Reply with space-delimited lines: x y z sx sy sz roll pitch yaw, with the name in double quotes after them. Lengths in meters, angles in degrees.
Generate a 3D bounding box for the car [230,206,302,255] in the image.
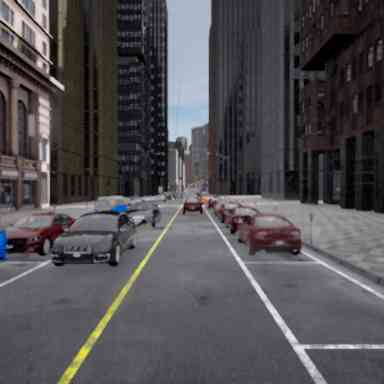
2.785 1.466 12.765 1.887 1.381 4.507 0 0 0 "car"

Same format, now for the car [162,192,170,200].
-5.726 1.170 62.343 1.752 1.417 4.829 0 0 0 "car"

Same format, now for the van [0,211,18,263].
-5.775 1.298 7.264 1.690 1.788 3.998 0 0 0 "van"

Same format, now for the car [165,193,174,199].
-5.707 1.048 84.442 1.752 1.417 4.829 0 0 0 "car"

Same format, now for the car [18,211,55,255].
-5.770 1.470 12.790 1.887 1.381 4.507 0 0 0 "car"

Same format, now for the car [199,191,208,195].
2.423 1.056 51.353 2.097 1.767 4.553 0 0 0 "car"

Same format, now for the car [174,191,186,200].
-2.947 1.065 74.587 1.994 1.385 4.181 0 0 0 "car"

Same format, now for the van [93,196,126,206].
-5.761 1.203 23.838 1.690 1.788 3.998 0 0 0 "van"

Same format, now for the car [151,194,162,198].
-5.741 1.287 45.939 2.008 1.369 4.403 0 0 0 "car"

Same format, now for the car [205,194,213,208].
2.799 1.309 40.392 1.887 1.381 4.507 0 0 0 "car"

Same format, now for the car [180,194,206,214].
0.078 1.286 32.941 1.882 1.535 5.008 0 0 0 "car"

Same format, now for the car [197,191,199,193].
2.817 0.863 79.068 2.192 1.841 5.009 0 0 0 "car"

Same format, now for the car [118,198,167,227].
-3.074 1.364 21.630 2.128 1.511 4.902 0 0 0 "car"

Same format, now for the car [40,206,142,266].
-3.091 1.437 11.371 1.837 1.490 4.892 0 0 0 "car"

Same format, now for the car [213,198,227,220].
2.791 1.403 23.816 1.887 1.381 4.507 0 0 0 "car"

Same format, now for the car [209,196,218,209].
2.793 1.352 29.511 1.752 1.417 4.829 0 0 0 "car"

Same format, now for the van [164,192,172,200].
-5.713 0.892 79.087 1.690 1.788 3.998 0 0 0 "van"

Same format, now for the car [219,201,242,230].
2.788 1.435 18.291 1.887 1.381 4.507 0 0 0 "car"

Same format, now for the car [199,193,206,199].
2.823 1.034 90.120 1.887 1.381 4.507 0 0 0 "car"

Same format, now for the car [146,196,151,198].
-5.750 1.381 34.889 1.802 1.307 4.206 0 0 0 "car"

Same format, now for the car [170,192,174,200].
-5.717 0.897 73.561 2.192 1.841 5.009 0 0 0 "car"

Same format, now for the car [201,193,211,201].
2.812 1.050 68.019 1.967 1.590 4.097 0 0 0 "car"

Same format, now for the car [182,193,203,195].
0.063 1.229 45.501 2.128 1.511 4.902 0 0 1 "car"
